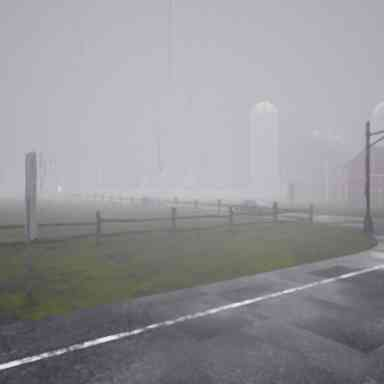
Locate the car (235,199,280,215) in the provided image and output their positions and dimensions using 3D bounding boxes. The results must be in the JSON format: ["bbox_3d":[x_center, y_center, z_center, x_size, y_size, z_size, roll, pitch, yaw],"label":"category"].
[{"bbox_3d":[6.038,1.398,31.354,1.812,1.442,4.674,0,1,-37],"label":"car"}]

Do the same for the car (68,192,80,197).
[{"bbox_3d":[-31.065,0.666,87.584,1.895,1.301,4.718,0,1,-36],"label":"car"}]

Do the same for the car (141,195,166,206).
[{"bbox_3d":[-5.604,1.174,47.481,2.128,1.511,4.902,0,1,-36],"label":"car"}]
